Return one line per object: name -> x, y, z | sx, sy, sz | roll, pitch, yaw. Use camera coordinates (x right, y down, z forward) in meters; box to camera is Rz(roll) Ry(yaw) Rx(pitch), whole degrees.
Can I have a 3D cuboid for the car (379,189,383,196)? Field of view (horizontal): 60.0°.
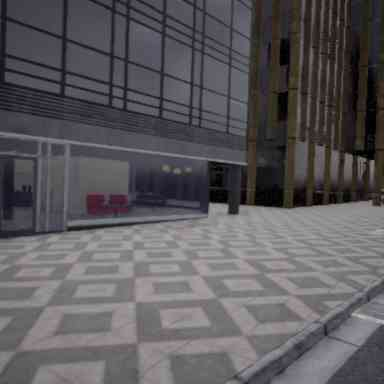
car -> 40.188, 0.160, 66.394 | 4.403, 1.369, 2.008 | 3, 2, 44
